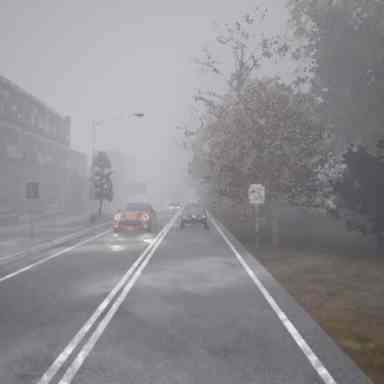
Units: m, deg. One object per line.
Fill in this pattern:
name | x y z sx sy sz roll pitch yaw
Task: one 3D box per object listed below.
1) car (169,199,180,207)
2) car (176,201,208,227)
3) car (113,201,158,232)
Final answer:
car | -3.120 2.022 60.705 1.994 1.385 4.181 0 -1 1
car | 0.132 1.614 23.500 2.033 1.411 5.357 0 0 0
car | -3.324 1.394 20.192 2.097 1.767 4.553 0 0 0
